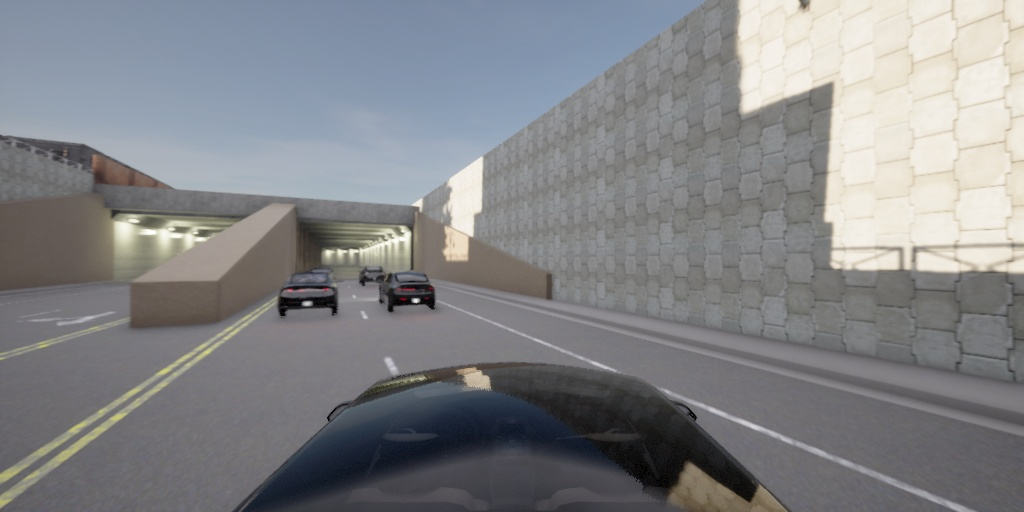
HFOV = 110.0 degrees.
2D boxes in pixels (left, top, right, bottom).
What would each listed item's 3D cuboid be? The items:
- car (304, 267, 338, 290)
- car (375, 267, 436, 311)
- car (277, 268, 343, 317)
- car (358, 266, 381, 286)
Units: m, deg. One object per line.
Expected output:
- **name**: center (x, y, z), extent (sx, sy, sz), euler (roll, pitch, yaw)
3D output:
- **car**: center (-13.958, 1.552, 26.463), extent (2.033, 1.411, 5.357), euler (0, -1, -26)
- **car**: center (-4.608, 1.402, 15.473), extent (1.837, 1.490, 4.892), euler (0, 0, -26)
- **car**: center (-7.743, 1.367, 13.916), extent (2.128, 1.511, 4.902), euler (0, -1, -26)
- **car**: center (-11.252, 1.527, 28.917), extent (2.128, 1.511, 4.902), euler (0, -1, -26)
